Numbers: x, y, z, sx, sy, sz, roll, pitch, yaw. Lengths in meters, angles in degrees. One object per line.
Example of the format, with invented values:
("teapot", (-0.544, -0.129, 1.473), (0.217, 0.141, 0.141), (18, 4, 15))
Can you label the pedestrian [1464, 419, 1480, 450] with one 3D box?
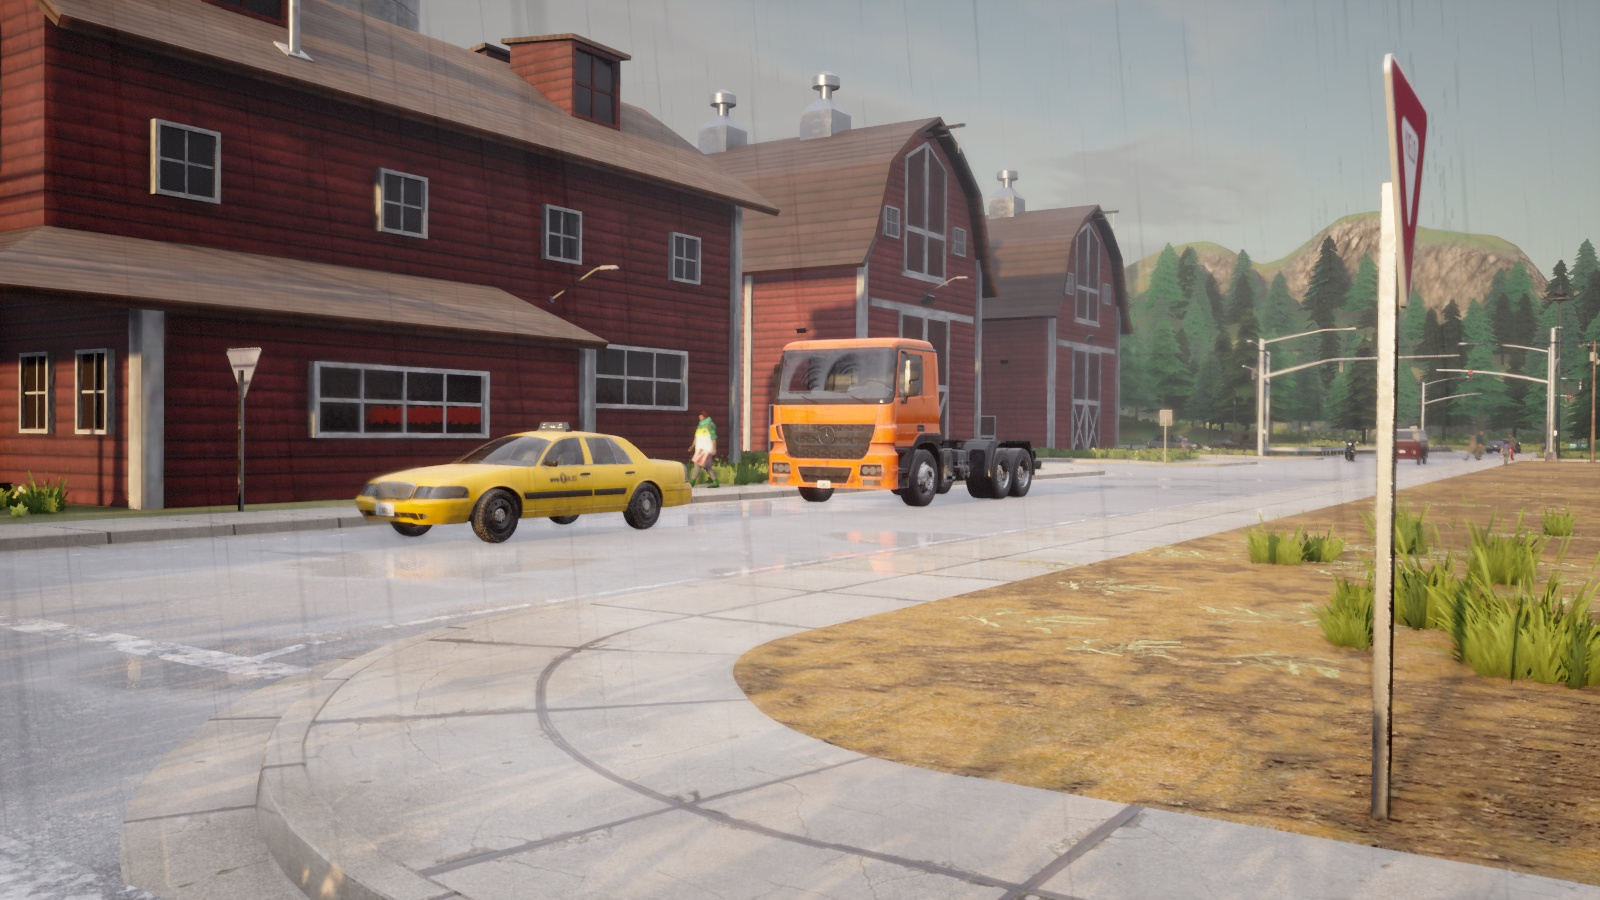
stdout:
("pedestrian", (42.353, -0.957, 79.147), (0.873, 1.952, 0.659), (0, 1, 27))

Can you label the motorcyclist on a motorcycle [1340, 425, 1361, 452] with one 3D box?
("motorcyclist on a motorcycle", (32.547, -0.659, 74.266), (0.866, 1.590, 1.817), (0, 1, 33))

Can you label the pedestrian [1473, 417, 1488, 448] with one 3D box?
("pedestrian", (41.299, -1.048, 76.198), (0.402, 1.842, 0.726), (-1, 1, -19))

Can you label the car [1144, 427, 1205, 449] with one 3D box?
("car", (27.907, -0.900, 93.524), (3.988, 1.617, 1.851), (0, 1, 34))

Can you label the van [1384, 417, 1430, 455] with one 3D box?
("van", (33.529, -0.796, 69.319), (1.775, 1.987, 4.442), (0, 1, 33))

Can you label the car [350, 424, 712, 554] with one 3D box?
("car", (-3.601, 0.430, 18.027), (1.801, 1.575, 5.366), (0, 1, 33))

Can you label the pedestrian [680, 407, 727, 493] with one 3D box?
("pedestrian", (-2.232, -0.008, 28.947), (0.873, 1.952, 0.659), (-1, 1, -25))

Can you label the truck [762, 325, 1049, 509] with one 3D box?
("truck", (2.618, -0.679, 27.701), (2.891, 3.462, 7.936), (0, 1, 33))
